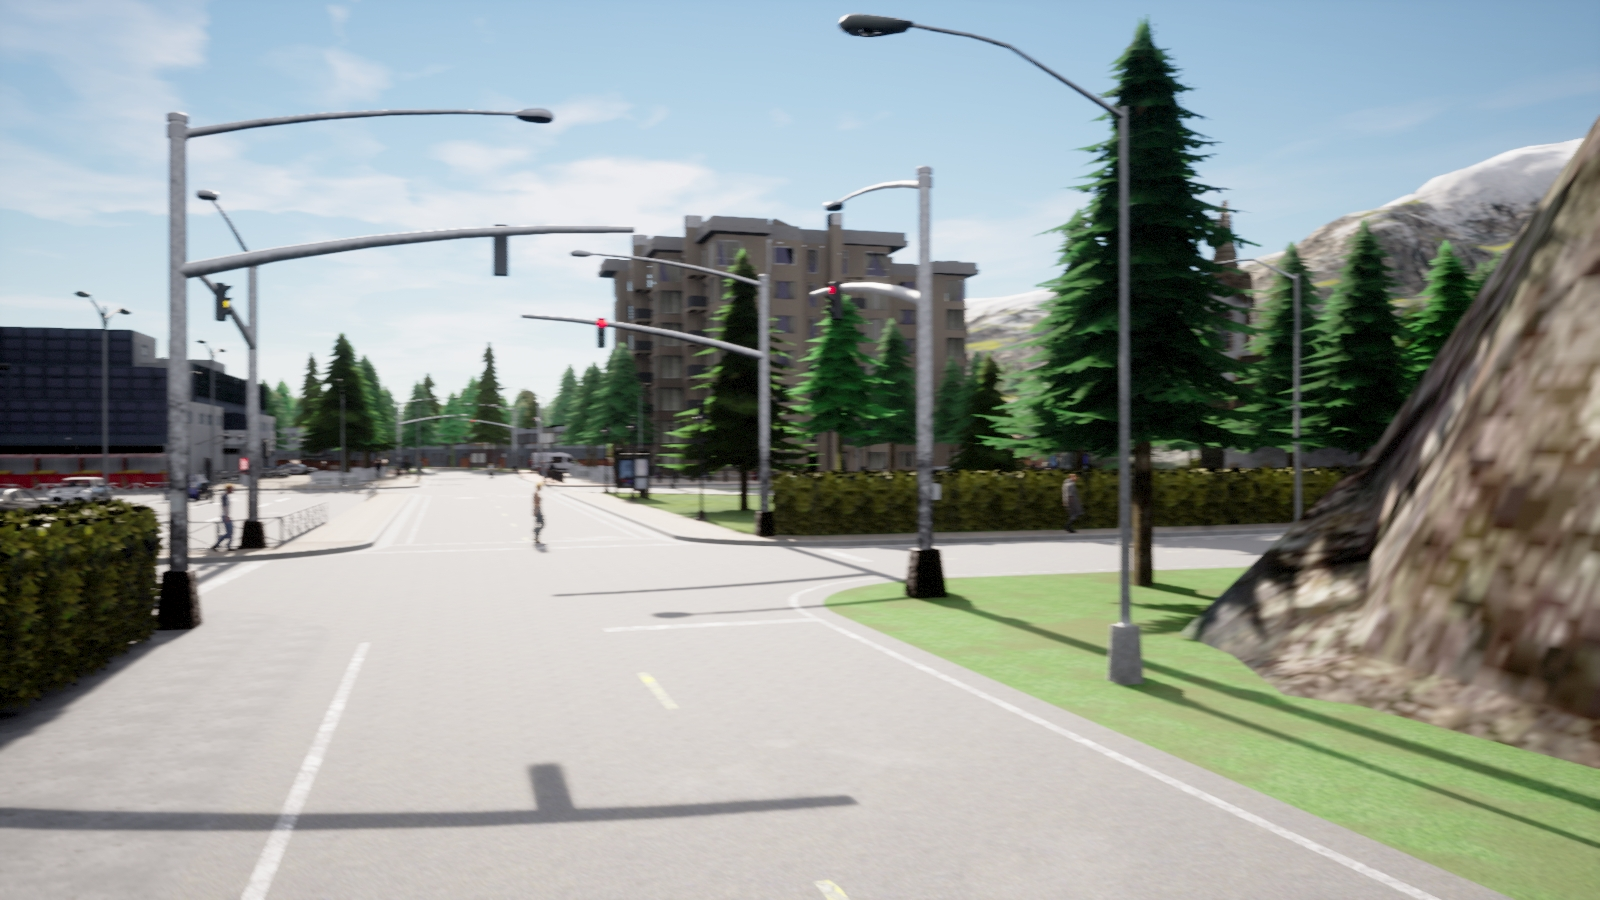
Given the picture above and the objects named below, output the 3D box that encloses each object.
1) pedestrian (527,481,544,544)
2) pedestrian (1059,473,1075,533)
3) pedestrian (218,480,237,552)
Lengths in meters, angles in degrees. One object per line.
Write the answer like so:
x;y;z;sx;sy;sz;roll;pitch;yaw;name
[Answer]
-7.917;1.867;34.192;0.375;1.860;0.375;0;0;-31;pedestrian
8.408;1.671;35.973;0.375;1.860;0.375;0;0;-6;pedestrian
-15.039;1.733;29.994;0.375;1.860;0.375;0;0;-16;pedestrian
